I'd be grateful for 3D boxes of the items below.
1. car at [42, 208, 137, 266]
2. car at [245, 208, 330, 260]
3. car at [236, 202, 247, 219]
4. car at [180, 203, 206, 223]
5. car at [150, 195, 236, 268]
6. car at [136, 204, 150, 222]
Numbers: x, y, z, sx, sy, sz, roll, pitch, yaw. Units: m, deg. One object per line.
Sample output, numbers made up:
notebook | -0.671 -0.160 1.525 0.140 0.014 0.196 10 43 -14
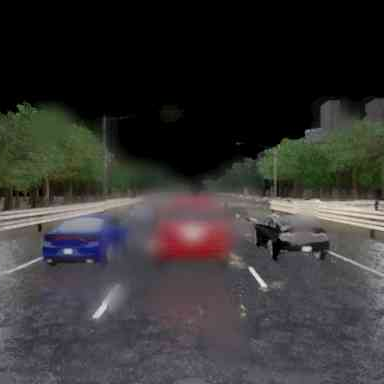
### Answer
car | -3.455 1.530 11.807 1.882 1.535 5.008 0 0 1
car | 3.553 1.548 12.664 2.128 1.511 4.902 0 0 0
car | 3.565 1.615 27.663 1.837 1.490 4.892 0 0 1
car | 0.067 1.674 27.764 1.994 1.385 4.181 0 0 0
car | 0.042 1.275 11.617 2.150 2.045 5.566 0 0 1
car | -3.456 1.651 25.477 2.033 1.411 5.357 0 0 1
